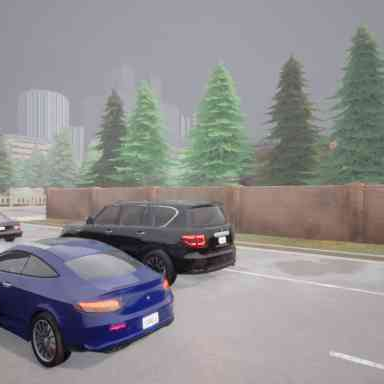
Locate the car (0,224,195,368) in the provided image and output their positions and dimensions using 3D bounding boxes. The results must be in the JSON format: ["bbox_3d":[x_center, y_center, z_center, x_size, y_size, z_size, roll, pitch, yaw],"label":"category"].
[{"bbox_3d":[-2.415,1.526,5.731,4.674,1.442,1.812,0,0,36],"label":"car"}]

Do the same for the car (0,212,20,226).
[{"bbox_3d":[-9.760,1.547,15.263,5.357,1.411,2.033,0,0,39],"label":"car"}]

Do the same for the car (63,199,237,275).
[{"bbox_3d":[-1.463,1.221,9.348,5.566,2.045,2.150,0,0,36],"label":"car"}]
